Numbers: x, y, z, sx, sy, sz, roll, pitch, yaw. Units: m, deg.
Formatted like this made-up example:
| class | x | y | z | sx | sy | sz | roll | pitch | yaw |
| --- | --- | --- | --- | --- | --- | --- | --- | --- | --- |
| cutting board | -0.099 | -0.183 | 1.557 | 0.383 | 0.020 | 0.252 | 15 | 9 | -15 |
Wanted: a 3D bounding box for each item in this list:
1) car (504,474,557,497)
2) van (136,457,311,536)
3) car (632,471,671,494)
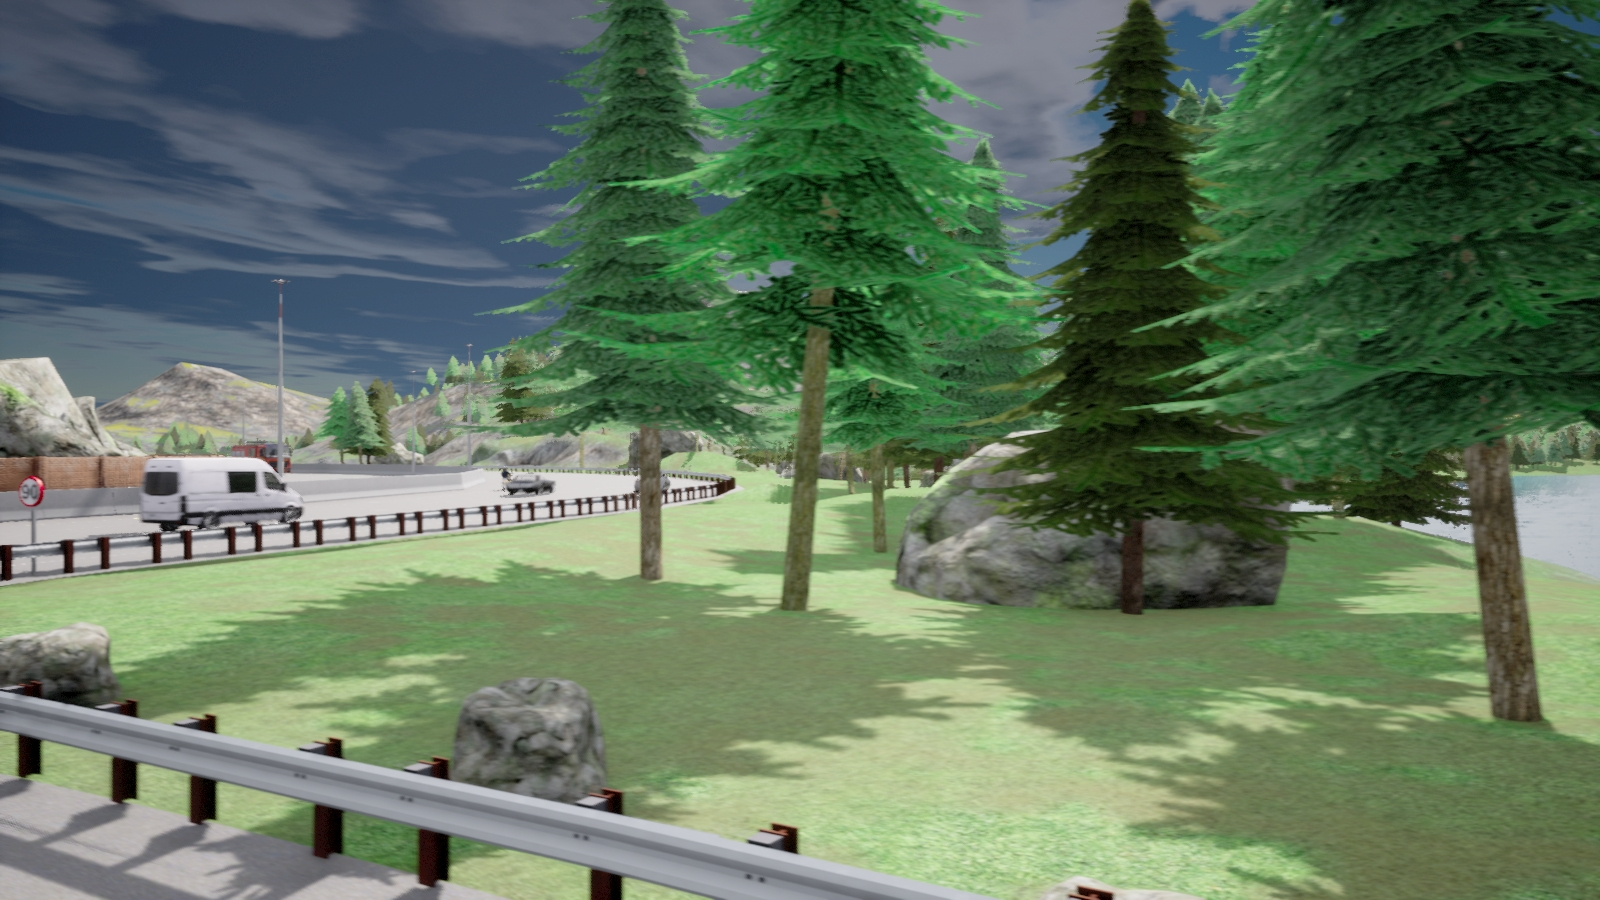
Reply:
| class | x | y | z | sx | sy | sz | roll | pitch | yaw |
| --- | --- | --- | --- | --- | --- | --- | --- | --- | --- |
| car | -16.886 | 2.185 | 71.858 | 1.895 | 1.301 | 4.718 | 0 | 0 | 5 |
| van | -20.468 | 1.559 | 40.945 | 1.988 | 2.561 | 5.915 | 0 | 0 | 19 |
| car | -9.801 | 2.145 | 75.860 | 1.994 | 1.385 | 4.181 | 0 | 0 | 1 |
